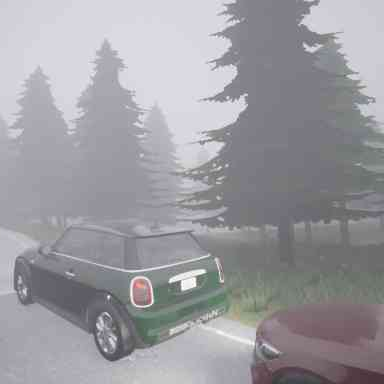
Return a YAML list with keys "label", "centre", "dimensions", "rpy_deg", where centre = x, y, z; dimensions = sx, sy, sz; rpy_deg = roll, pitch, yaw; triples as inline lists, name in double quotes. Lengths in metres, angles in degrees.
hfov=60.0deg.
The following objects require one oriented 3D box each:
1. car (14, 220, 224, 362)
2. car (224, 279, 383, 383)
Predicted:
- label: "car"
  centre: [-1.578, 1.308, 6.213]
  dimensions: [4.553, 1.767, 2.097]
  rpy_deg: [1, 1, 44]
- label: "car"
  centre: [2.753, 1.531, 2.594]
  dimensions: [4.674, 1.442, 1.812]
  rpy_deg: [1, 0, 36]
